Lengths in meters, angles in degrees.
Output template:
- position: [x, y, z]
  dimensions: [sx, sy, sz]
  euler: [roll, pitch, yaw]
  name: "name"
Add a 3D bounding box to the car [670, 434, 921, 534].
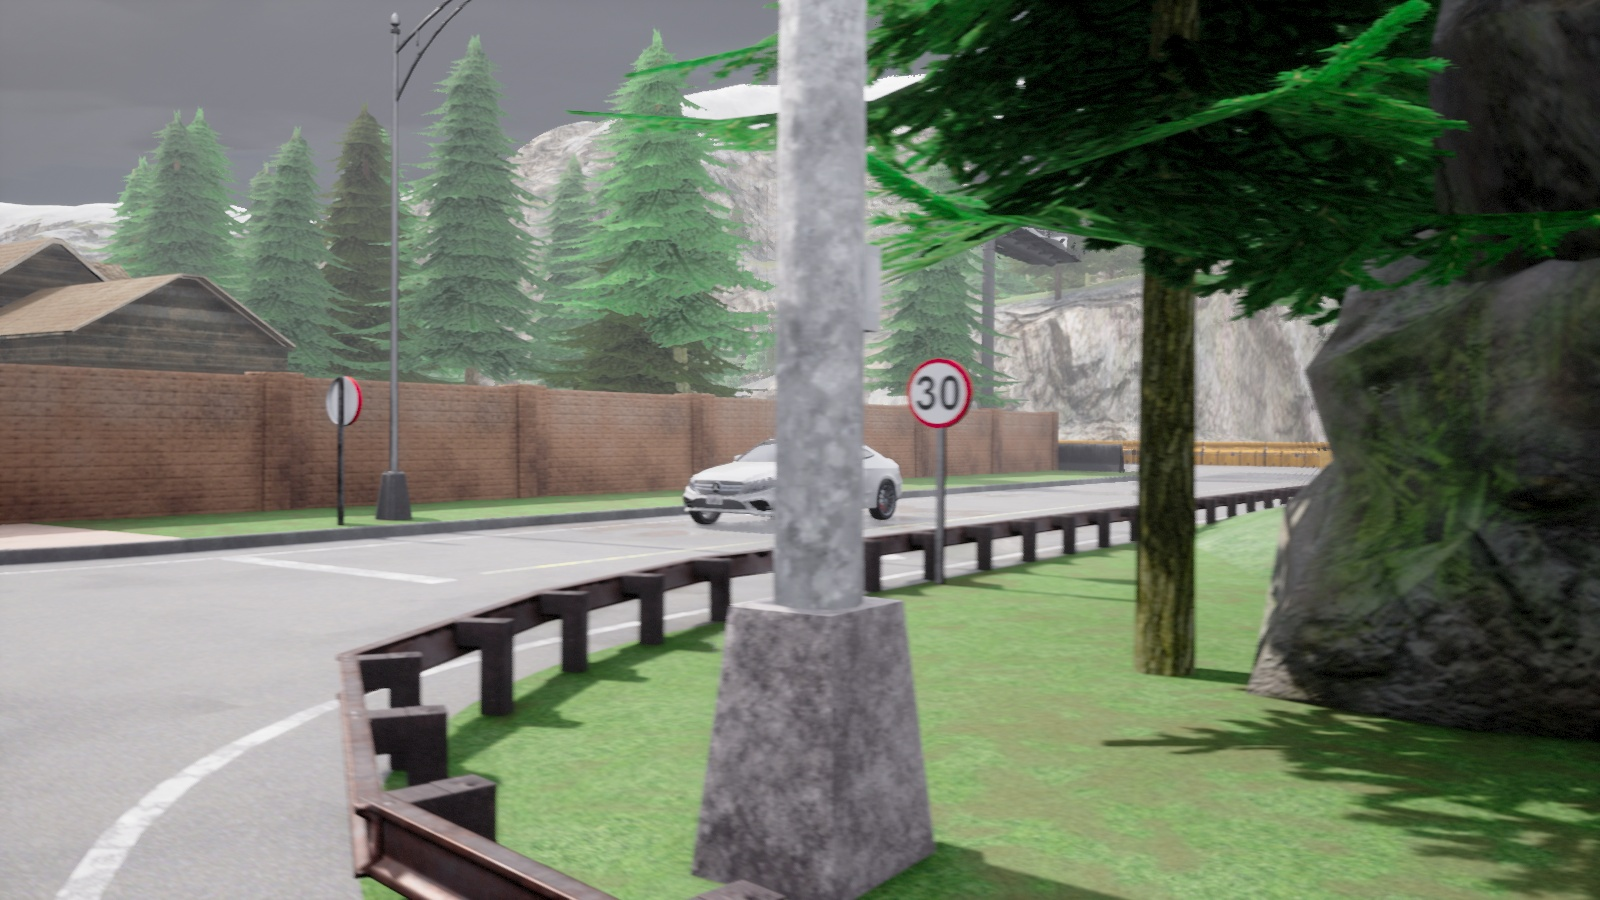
- position: [0.066, 0.478, 20.836]
  dimensions: [1.812, 1.442, 4.674]
  euler: [0, 1, 34]
  name: "car"
